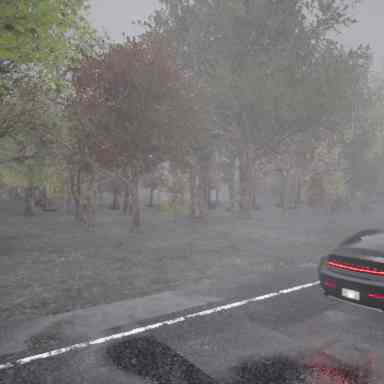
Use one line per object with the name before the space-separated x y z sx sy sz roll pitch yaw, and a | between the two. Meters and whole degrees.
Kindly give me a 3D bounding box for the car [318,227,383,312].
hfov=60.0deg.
car | 4.676 1.504 7.080 4.892 1.490 1.837 0 0 -35
